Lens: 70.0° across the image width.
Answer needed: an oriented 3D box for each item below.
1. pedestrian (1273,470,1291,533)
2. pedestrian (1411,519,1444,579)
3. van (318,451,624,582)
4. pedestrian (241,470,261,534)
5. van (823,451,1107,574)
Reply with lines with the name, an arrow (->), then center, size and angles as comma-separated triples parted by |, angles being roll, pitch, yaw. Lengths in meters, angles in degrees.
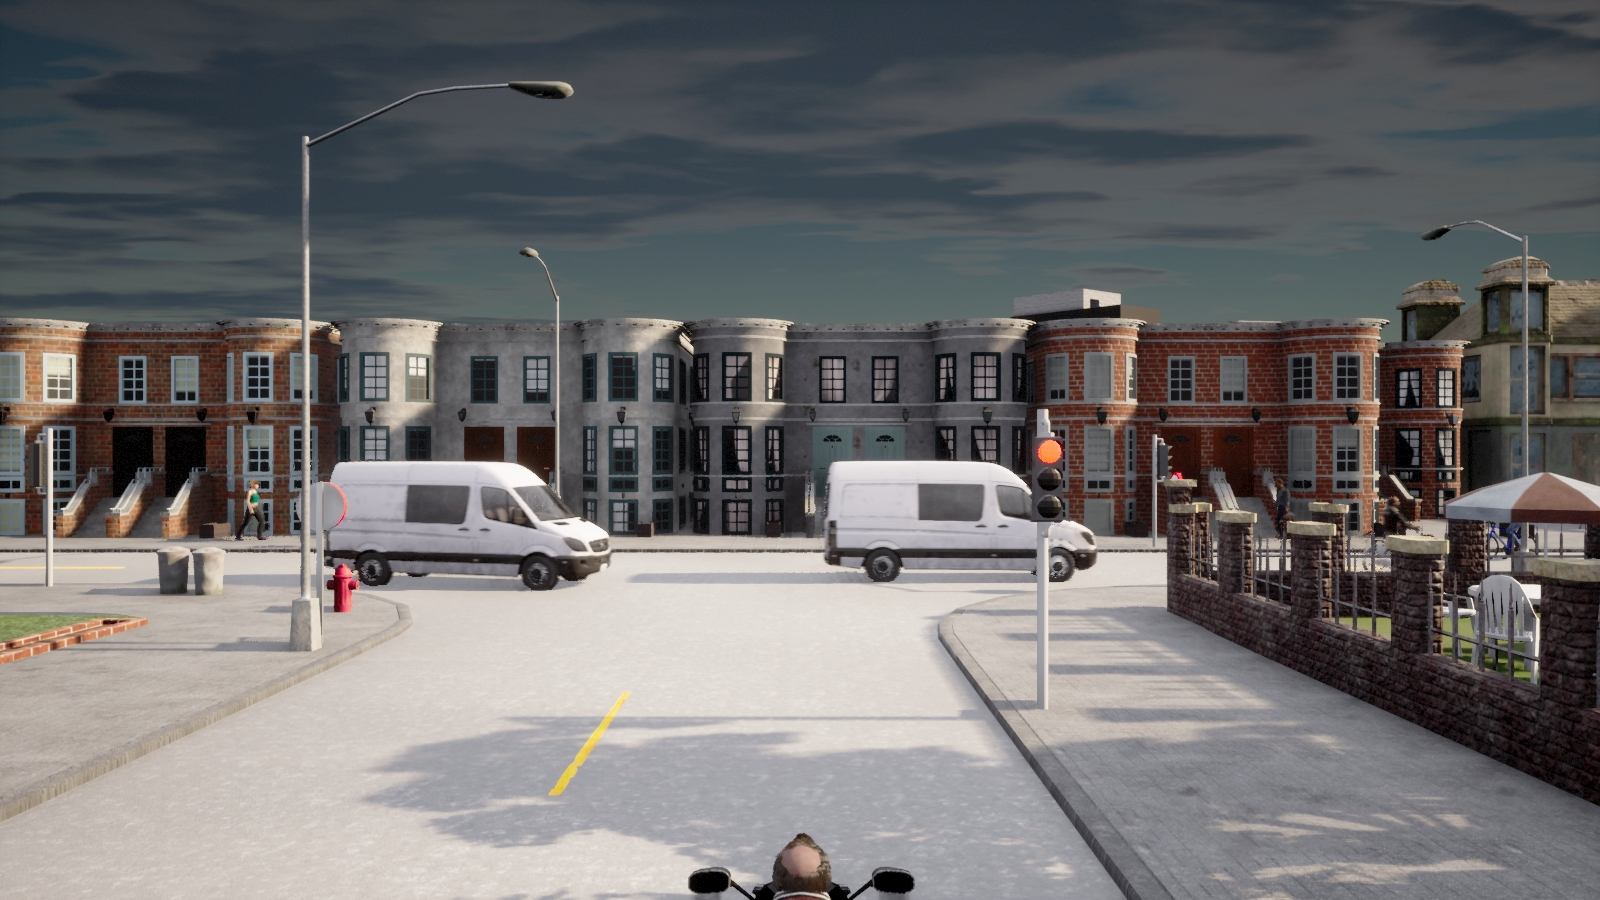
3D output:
pedestrian -> 14.208, 1.511, 33.672 | 0.375, 1.860, 0.375 | 0, 0, 4
pedestrian -> 12.035, 1.888, 21.932 | 0.500, 1.100, 0.500 | 0, 0, 22
van -> -6.854, 1.305, 23.949 | 5.915, 2.561, 1.988 | 0, 0, 12
pedestrian -> -16.043, 1.511, 33.400 | 0.375, 1.860, 0.375 | 0, 0, 7
van -> 3.473, 1.305, 24.920 | 5.915, 2.561, 1.988 | 0, 0, 0
